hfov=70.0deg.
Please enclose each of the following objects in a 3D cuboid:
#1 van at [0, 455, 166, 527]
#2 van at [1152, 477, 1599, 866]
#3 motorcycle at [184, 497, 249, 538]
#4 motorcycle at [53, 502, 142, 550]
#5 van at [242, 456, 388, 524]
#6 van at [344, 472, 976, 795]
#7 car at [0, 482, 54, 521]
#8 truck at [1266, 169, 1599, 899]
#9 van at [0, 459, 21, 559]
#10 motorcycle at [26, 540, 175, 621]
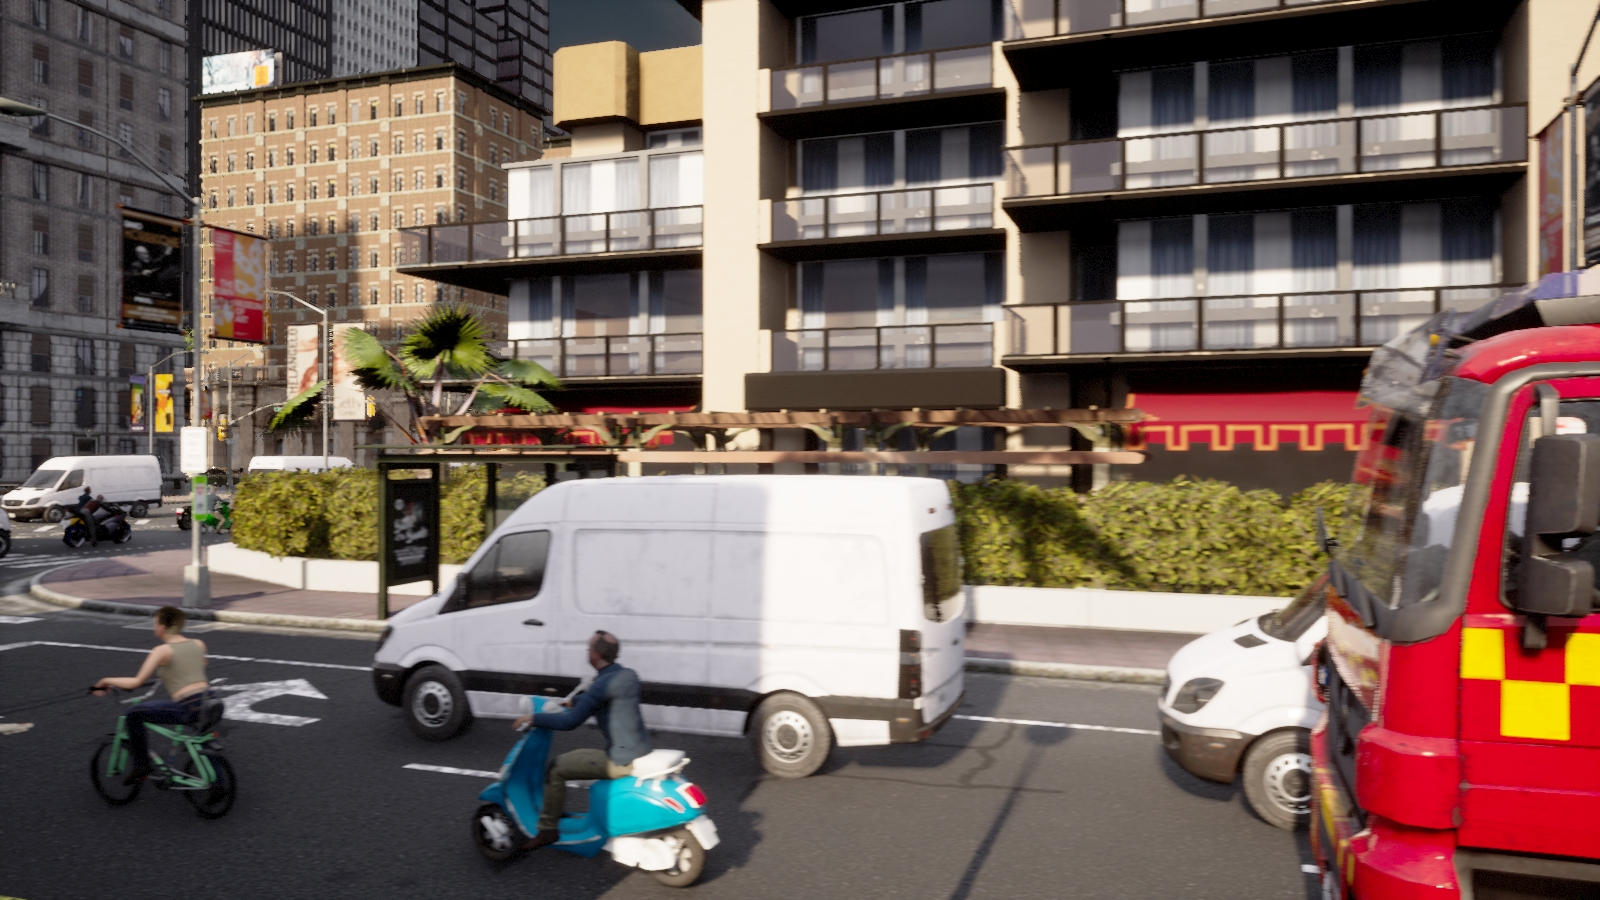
[{"bbox_3d":[-28.467,1.531,45.400,1.988,2.561,5.915,0,1,19],"label":"van"},{"bbox_3d":[5.801,1.534,8.637,5.915,2.561,1.988,0,0,20],"label":"van"},{"bbox_3d":[-19.051,2.182,37.322,0.856,1.236,1.805,0,0,19],"label":"motorcycle"},{"bbox_3d":[-20.653,2.205,33.644,0.867,1.251,2.209,0,0,17],"label":"motorcycle"},{"bbox_3d":[-19.565,1.534,46.491,1.988,2.561,5.915,0,0,20],"label":"van"},{"bbox_3d":[-1.399,1.534,11.251,5.915,2.561,1.988,0,0,20],"label":"van"},{"bbox_3d":[-32.206,2.065,45.241,1.816,1.474,4.193,0,0,20],"label":"car"},{"bbox_3d":[6.441,0.890,4.424,8.468,3.827,2.891,0,0,20],"label":"truck"},{"bbox_3d":[-21.349,1.534,27.543,1.988,2.561,5.915,0,0,-10],"label":"van"},{"bbox_3d":[-12.002,2.213,19.667,0.803,1.145,2.033,0,0,37],"label":"motorcycle"}]
